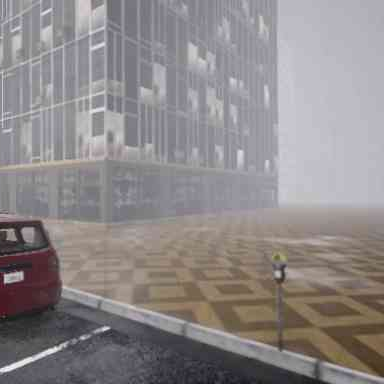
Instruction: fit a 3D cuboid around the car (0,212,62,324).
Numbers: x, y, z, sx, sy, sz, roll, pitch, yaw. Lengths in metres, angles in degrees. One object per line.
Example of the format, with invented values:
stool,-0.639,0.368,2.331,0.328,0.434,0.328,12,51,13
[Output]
car,-4.439,1.266,6.058,5.009,1.841,2.192,0,0,36
